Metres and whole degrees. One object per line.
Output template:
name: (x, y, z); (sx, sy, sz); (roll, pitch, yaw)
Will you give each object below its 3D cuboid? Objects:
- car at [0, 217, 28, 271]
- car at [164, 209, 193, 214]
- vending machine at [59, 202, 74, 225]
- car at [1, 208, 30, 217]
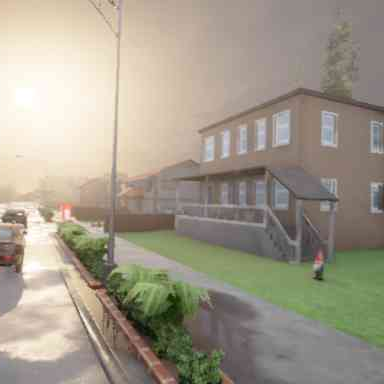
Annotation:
car: (-6.730, 1.776, 11.345); (1.812, 1.442, 4.674); (3, -2, -26)
car: (-0.823, 2.229, 29.293); (3.633, 1.501, 1.845); (3, -2, -26)
vending machine: (-11.840, 2.055, 31.389); (1.100, 2.100, 0.880); (3, -2, -26)
car: (-15.014, 2.158, 28.301); (1.837, 1.490, 4.892); (3, -2, -26)
